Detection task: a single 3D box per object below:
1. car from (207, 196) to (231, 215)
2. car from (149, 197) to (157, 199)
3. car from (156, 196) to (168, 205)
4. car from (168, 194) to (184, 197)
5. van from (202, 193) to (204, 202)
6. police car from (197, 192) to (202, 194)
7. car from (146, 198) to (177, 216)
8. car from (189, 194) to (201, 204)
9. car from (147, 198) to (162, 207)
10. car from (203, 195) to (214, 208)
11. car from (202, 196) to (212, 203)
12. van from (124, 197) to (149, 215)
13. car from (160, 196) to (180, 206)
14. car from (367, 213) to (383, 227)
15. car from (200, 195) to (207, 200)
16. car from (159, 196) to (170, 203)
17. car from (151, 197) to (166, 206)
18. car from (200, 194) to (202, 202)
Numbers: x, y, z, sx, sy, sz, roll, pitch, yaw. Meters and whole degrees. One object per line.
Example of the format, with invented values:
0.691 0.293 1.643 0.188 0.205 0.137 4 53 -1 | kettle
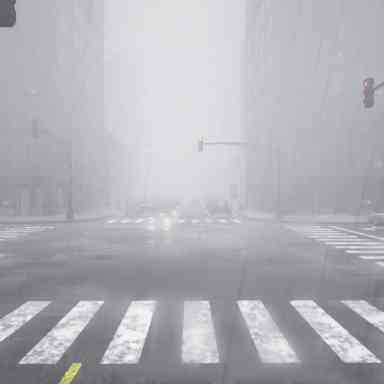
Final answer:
2.825 1.442 33.383 1.967 1.590 4.097 0 0 0 | car
-5.673 1.443 39.091 1.967 1.590 4.097 0 0 0 | car
-5.564 1.527 61.594 1.752 1.417 4.829 0 0 0 | car
-2.834 1.550 53.870 2.033 1.411 5.357 0 0 1 | car
2.935 1.344 56.060 1.690 1.788 3.998 0 0 0 | van
2.747 1.421 79.490 1.930 1.638 5.238 0 0 0 | police car
-2.943 1.603 33.197 1.895 1.301 4.718 0 0 3 | car
0.413 1.549 63.328 2.033 1.411 5.357 0 0 0 | car
-5.618 1.585 50.428 1.802 1.307 4.206 0 0 0 | car
2.880 1.443 44.721 1.967 1.590 4.097 0 0 0 | car
2.990 1.551 67.399 2.008 1.369 4.403 0 0 0 | car
-5.701 1.343 33.423 1.690 1.788 3.998 0 0 0 | van
-2.894 1.604 43.180 1.895 1.301 4.718 0 0 1 | car
13.633 1.615 20.716 4.718 1.301 1.895 0 0 0 | car
3.100 1.558 90.076 1.947 1.339 4.313 0 0 0 | car
-5.535 1.566 67.432 1.947 1.339 4.313 0 0 0 | car
-5.591 1.569 56.096 1.947 1.339 4.313 0 0 0 | car
2.963 1.527 61.899 1.752 1.417 4.829 0 0 0 | car
